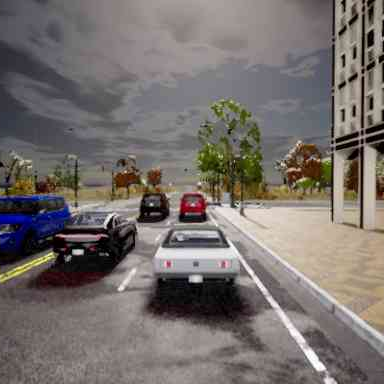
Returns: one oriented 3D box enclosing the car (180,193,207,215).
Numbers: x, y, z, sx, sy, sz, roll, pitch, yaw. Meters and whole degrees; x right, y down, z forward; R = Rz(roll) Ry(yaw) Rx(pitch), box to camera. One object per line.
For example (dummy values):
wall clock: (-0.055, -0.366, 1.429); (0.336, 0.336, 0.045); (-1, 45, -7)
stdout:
car: (0.102, 1.096, 28.873); (2.150, 2.045, 5.566); (0, 0, 0)

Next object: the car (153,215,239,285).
car: (0.092, 1.563, 9.348); (1.895, 1.301, 4.718); (0, 0, 0)

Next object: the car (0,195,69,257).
car: (-6.598, 1.168, 13.111); (2.150, 2.045, 5.566); (0, 0, 0)

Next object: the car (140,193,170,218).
car: (-3.148, 1.095, 28.922); (2.150, 2.045, 5.566); (0, 0, 1)

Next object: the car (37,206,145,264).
car: (-3.155, 1.443, 11.650); (2.128, 1.511, 4.902); (0, 0, 0)
